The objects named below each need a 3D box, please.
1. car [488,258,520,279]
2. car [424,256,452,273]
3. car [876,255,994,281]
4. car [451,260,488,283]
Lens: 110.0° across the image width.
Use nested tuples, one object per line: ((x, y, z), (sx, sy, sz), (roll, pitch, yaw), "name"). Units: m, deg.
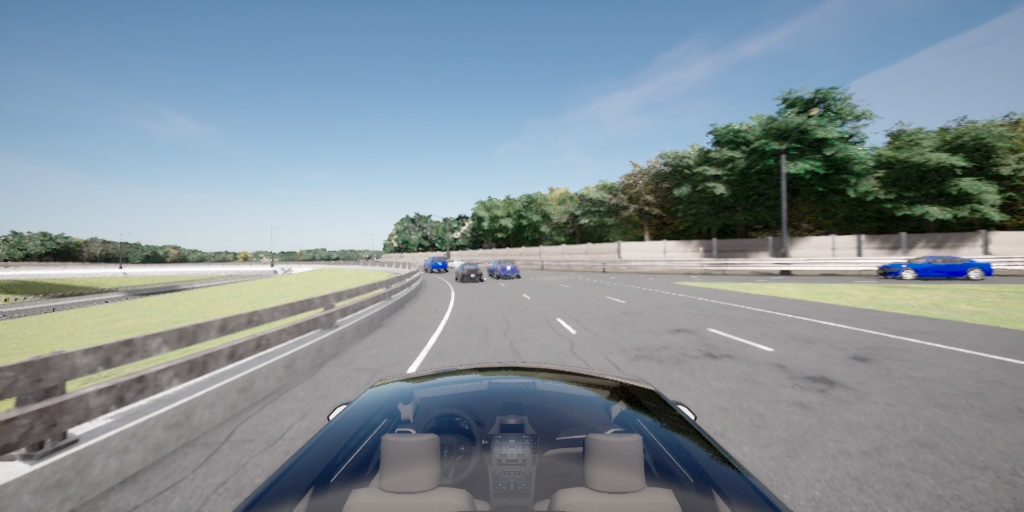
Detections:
((-0.842, 1.053, 32.099), (2.097, 1.767, 4.553), (-1, 0, -16), "car")
((-9.759, 1.059, 45.783), (2.150, 2.045, 5.566), (-1, 0, -24), "car")
((25.961, 0.711, 22.218), (5.008, 1.535, 1.882), (-1, 0, 17), "car")
((-3.479, 1.282, 28.656), (1.812, 1.442, 4.674), (-1, 0, -15), "car")
